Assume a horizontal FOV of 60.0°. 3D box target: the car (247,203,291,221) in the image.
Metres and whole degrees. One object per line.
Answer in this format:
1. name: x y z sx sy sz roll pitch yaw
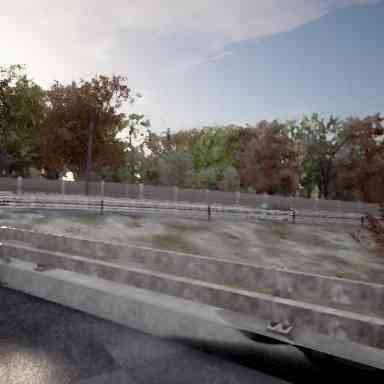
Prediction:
1. car: 9.435 2.346 40.404 5.566 2.045 2.150 5 -1 -22
